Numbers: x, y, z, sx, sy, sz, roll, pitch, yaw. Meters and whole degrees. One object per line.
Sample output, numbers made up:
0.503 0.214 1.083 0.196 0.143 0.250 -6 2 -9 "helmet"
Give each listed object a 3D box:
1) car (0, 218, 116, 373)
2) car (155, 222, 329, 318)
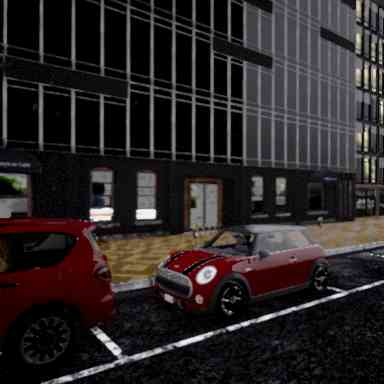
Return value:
-3.444 1.310 4.111 5.009 1.841 2.192 1 -1 -36 "car"
1.192 1.491 7.422 4.097 1.590 1.967 1 -1 -36 "car"
